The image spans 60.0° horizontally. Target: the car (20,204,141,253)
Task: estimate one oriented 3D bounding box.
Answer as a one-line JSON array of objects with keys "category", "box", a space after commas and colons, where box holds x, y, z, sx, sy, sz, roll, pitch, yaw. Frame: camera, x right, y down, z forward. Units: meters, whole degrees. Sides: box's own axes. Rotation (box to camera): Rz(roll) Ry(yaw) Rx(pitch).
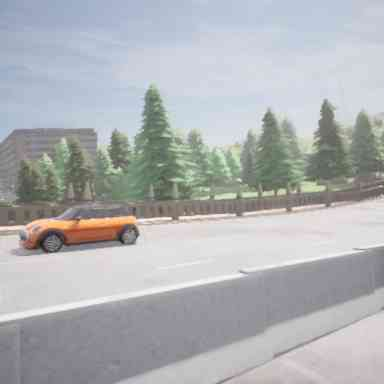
[{"category": "car", "box": [-4.506, 1.329, 13.669, 4.553, 1.767, 2.097, 0, 0, -35]}]
